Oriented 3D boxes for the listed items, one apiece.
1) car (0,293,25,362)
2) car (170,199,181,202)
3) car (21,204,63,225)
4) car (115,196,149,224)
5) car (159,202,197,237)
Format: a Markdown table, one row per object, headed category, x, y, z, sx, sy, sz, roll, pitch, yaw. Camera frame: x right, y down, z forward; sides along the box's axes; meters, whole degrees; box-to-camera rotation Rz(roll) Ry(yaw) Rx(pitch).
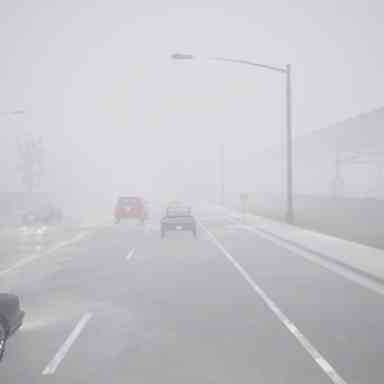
| category | x | y | z | sx | sy | sz | roll | pitch | yaw |
| --- | --- | --- | --- | --- | --- | --- | --- | --- | --- |
| car | -3.319 | 1.609 | 2.560 | 2.033 | 1.411 | 5.357 | -1 | 0 | -4 |
| car | -1.836 | 1.523 | 37.623 | 1.801 | 1.575 | 5.366 | -1 | 0 | -3 |
| car | -11.939 | 1.746 | 26.797 | 2.128 | 1.511 | 4.902 | -1 | 0 | -3 |
| car | -4.729 | 1.337 | 26.593 | 2.150 | 2.045 | 5.566 | -1 | 0 | -3 |
| car | -0.775 | 1.523 | 18.471 | 2.128 | 1.511 | 4.902 | -1 | 0 | -3 |
